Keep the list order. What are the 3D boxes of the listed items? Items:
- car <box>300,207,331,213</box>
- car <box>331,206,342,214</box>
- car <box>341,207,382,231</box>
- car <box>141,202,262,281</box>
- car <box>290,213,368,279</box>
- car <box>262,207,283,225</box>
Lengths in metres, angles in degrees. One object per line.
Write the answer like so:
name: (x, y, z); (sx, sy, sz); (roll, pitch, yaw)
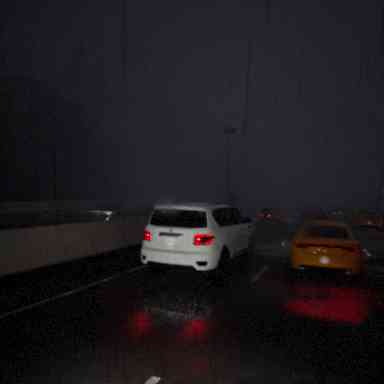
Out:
car: (10.181, 2.016, 28.028); (1.882, 1.535, 5.008); (1, -1, 16)
car: (16.203, 2.327, 37.433); (2.033, 1.411, 5.357); (1, -1, 13)
car: (13.090, 2.057, 25.624); (1.882, 1.535, 5.008); (1, -1, 16)
car: (0.503, 1.349, 10.664); (2.150, 2.045, 5.566); (1, -1, 23)
car: (4.427, 1.701, 11.099); (1.882, 1.535, 5.008); (1, -1, 22)
car: (6.953, 2.026, 29.347); (2.033, 1.411, 5.357); (1, -1, 16)
